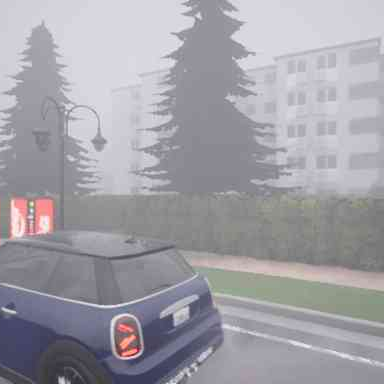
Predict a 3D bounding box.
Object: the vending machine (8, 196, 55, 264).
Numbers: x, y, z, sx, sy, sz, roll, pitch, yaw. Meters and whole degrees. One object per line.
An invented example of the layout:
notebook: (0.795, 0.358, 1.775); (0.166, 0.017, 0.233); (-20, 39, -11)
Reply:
vending machine: (-5.293, 1.189, 11.041); (0.880, 2.100, 1.100); (0, 0, 24)

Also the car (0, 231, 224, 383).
car: (-1.911, 1.353, 4.737); (4.553, 1.767, 2.097); (0, 0, 32)
